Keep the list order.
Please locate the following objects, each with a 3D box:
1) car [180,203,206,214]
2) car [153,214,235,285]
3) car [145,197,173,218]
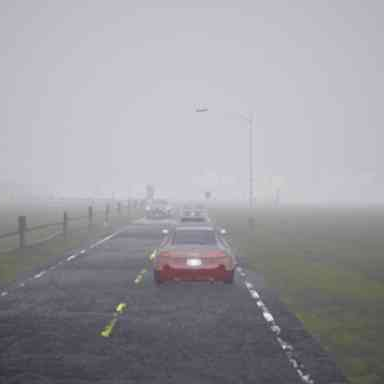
[{"bbox_3d":[0.065,1.546,24.808,2.033,1.411,5.357,0,0,0],"label":"car"},{"bbox_3d":[0.062,1.565,9.540,1.994,1.385,4.181,0,0,0],"label":"car"},{"bbox_3d":[-2.832,1.349,29.466,2.097,1.767,4.553,0,0,0],"label":"car"}]
